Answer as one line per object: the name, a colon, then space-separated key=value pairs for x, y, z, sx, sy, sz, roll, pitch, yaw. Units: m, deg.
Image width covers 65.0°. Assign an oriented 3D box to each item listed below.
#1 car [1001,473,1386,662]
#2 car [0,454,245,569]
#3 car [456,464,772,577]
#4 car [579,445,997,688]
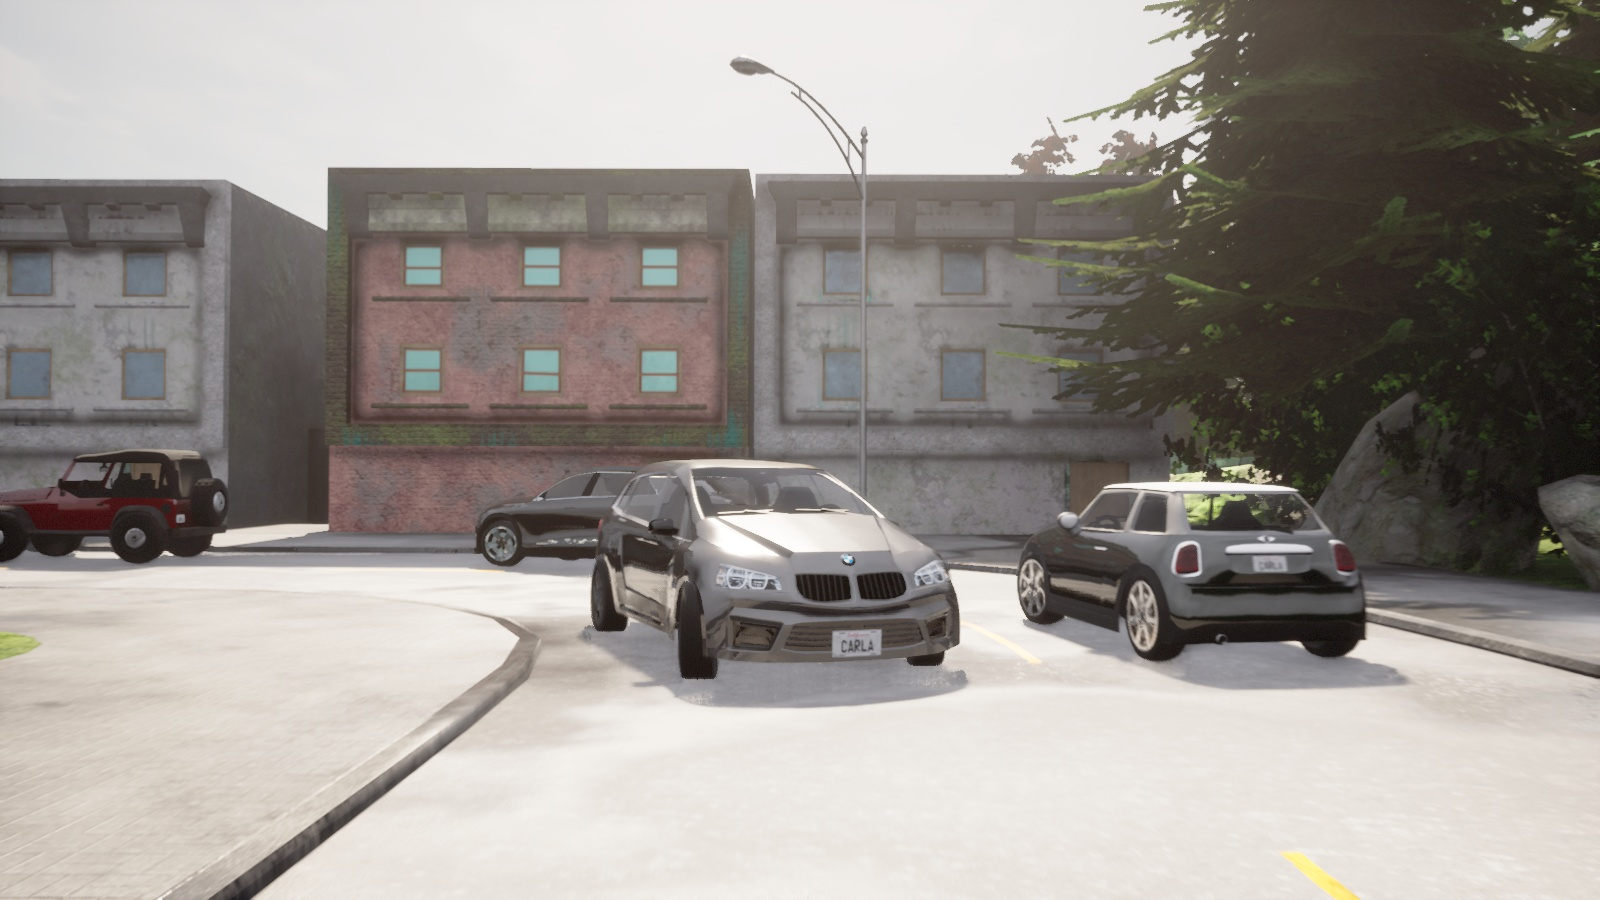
car: x=3.485 y=0.968 z=11.959 sx=1.970 sy=1.475 sz=3.806 roll=0 pitch=-1 yaw=-10
car: x=-11.852 y=1.018 z=21.487 sx=3.866 sy=1.878 sz=1.905 roll=0 pitch=-1 yaw=1
car: x=-3.075 y=1.098 z=20.412 sx=4.856 sy=1.649 sz=2.033 roll=-2 pitch=-1 yaw=30
car: x=-0.398 y=0.848 z=11.178 sx=2.242 sy=1.667 sz=4.611 roll=0 pitch=-1 yaw=-21
